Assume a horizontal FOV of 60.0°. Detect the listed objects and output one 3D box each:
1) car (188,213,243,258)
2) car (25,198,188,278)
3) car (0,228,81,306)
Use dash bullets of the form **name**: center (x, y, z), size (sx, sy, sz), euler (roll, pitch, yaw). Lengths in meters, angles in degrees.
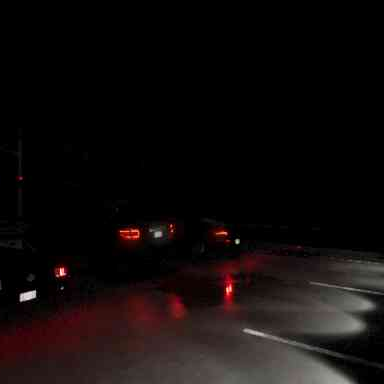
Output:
- **car**: center (-0.310, 1.526, 12.761), size (4.674, 1.442, 1.812), euler (0, 0, 36)
- **car**: center (-3.075, 1.221, 10.444), size (5.566, 2.045, 2.150), euler (0, 0, 36)
- **car**: center (-4.773, 1.601, 7.353), size (4.718, 1.301, 1.895), euler (0, 0, 36)
